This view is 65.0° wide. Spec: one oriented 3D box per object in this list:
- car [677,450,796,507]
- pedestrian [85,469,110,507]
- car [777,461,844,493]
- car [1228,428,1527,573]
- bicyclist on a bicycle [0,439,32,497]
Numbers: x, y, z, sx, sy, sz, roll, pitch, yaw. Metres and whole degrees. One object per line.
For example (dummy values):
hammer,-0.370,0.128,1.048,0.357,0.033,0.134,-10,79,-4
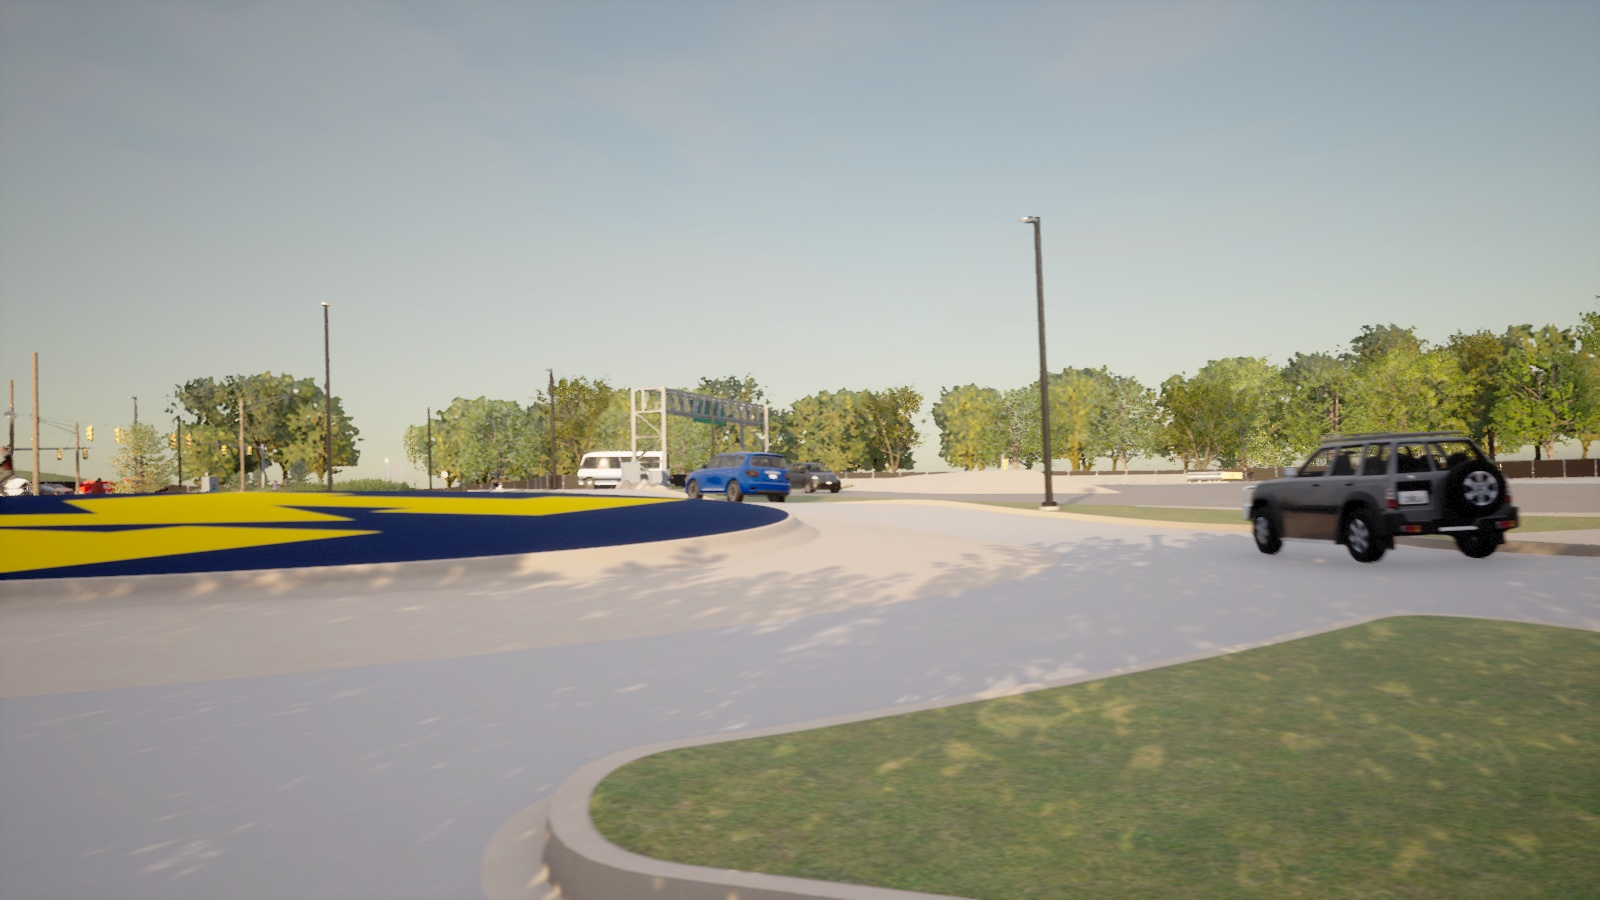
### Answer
car,-2.618,1.123,49.966,2.150,2.045,5.566,5,-4,-33
pedestrian,-35.055,1.893,62.632,0.634,1.844,0.899,-2,-2,14
car,0.520,1.395,65.156,1.851,1.617,3.988,1,-1,-27
car,8.440,0.744,18.916,1.932,1.855,4.605,-2,-2,-6
bicyclist on a bicycle,-24.949,0.575,38.914,1.843,1.776,0.659,-1,-1,-18
